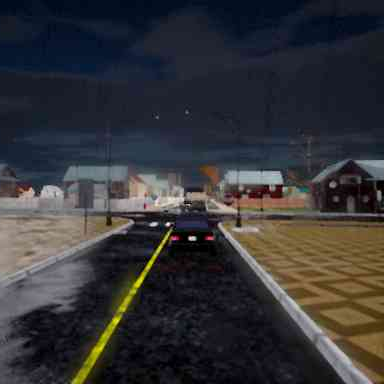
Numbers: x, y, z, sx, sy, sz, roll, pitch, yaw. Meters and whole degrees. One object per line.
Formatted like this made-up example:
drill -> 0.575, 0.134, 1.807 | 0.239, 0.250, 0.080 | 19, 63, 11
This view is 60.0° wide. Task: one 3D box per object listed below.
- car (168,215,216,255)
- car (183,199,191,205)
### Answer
car -> 0.009, 1.682, 13.992 | 2.033, 1.411, 5.357 | 0, -1, 0
car -> -1.179, 2.411, 82.207 | 2.033, 1.411, 5.357 | 0, -1, 2
